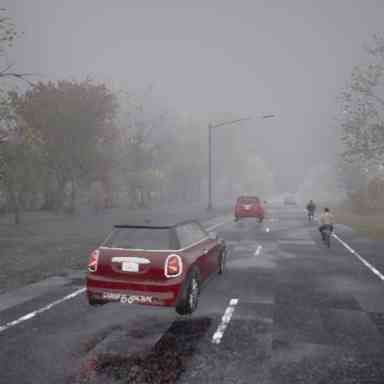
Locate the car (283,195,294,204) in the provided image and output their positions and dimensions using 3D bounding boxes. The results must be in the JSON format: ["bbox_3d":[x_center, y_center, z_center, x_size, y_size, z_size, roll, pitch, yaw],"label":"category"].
[{"bbox_3d":[20.696,1.516,71.226,2.097,1.767,4.553,0,0,16],"label":"car"}]

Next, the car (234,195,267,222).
[{"bbox_3d":[4.829,1.287,27.155,2.150,2.045,5.566,0,0,16],"label":"car"}]

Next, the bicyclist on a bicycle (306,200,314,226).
[{"bbox_3d":[8.116,1.418,22.696,0.659,1.776,1.843,0,0,16],"label":"bicyclist on a bicycle"}]

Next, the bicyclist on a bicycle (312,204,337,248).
[{"bbox_3d":[5.641,1.464,13.953,0.866,1.612,1.509,0,0,16],"label":"bicyclist on a bicycle"}]

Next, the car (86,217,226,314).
[{"bbox_3d":[-0.528,1.373,8.008,2.097,1.767,4.553,0,0,16],"label":"car"}]

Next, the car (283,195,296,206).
[{"bbox_3d":[17.300,1.695,58.682,1.994,1.385,4.181,0,0,14],"label":"car"}]
